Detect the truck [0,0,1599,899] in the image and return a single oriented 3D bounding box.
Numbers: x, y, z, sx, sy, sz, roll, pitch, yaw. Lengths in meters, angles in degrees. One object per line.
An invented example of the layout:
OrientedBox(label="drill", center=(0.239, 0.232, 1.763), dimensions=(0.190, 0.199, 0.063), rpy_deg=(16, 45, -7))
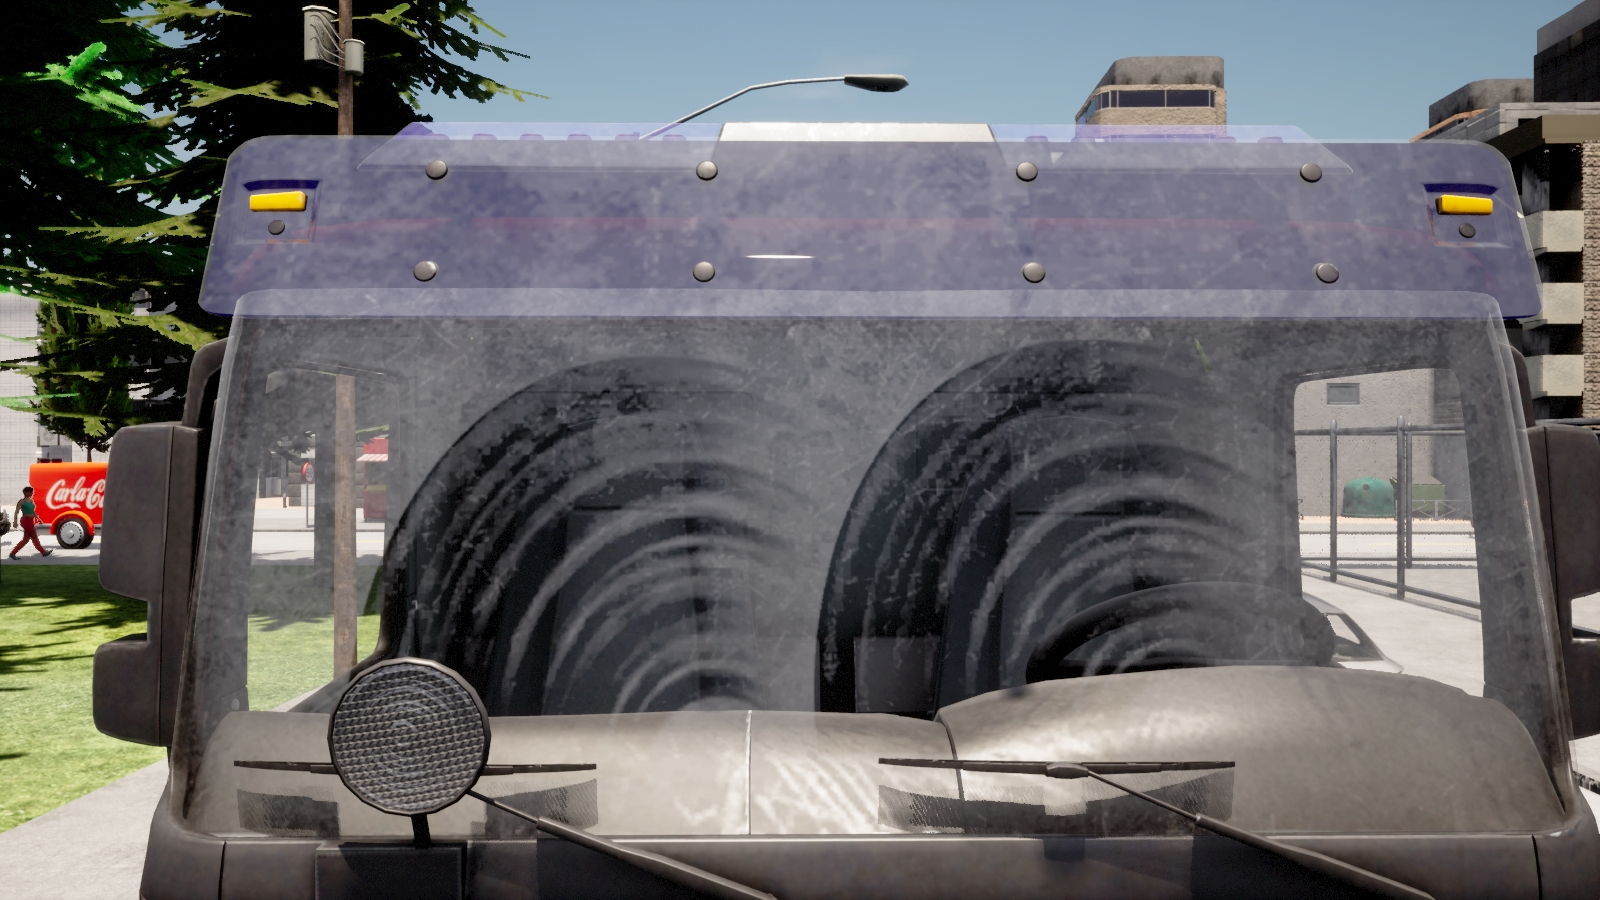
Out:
OrientedBox(label="truck", center=(0.092, 0.670, 5.580), dimensions=(2.891, 3.827, 8.468), rpy_deg=(0, 0, -1))

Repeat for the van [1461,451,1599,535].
OrientedBox(label="van", center=(24.242, 1.314, 35.747), dimensions=(5.915, 2.561, 1.988), rpy_deg=(0, 0, 1))

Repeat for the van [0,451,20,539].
OrientedBox(label="van", center=(-26.239, 1.315, 33.169), dimensions=(5.915, 2.561, 1.988), rpy_deg=(0, 0, 2))

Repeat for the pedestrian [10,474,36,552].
OrientedBox(label="pedestrian", center=(-18.826, 1.523, 27.675), dimensions=(0.375, 1.860, 0.375), rpy_deg=(0, 0, 1))

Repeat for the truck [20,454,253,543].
OrientedBox(label="truck", center=(-19.012, 1.348, 32.943), dimensions=(5.204, 2.467, 2.627), rpy_deg=(0, 0, 1))
